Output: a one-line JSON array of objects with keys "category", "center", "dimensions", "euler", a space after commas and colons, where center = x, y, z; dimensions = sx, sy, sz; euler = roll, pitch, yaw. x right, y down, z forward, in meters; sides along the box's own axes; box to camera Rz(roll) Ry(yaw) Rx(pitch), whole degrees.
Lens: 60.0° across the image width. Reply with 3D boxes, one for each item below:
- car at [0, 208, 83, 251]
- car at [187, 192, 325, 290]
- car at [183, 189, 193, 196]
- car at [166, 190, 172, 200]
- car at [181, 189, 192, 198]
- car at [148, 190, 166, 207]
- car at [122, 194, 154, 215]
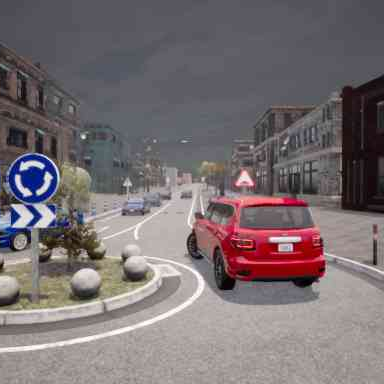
[{"category": "car", "center": [-6.548, 1.345, 13.749], "dimensions": [1.882, 1.535, 5.008], "euler": [0, 1, 17]}, {"category": "car", "center": [1.397, 1.141, 9.103], "dimensions": [2.150, 2.045, 5.566], "euler": [0, 1, -9]}, {"category": "car", "center": [-0.824, 0.138, 70.434], "dimensions": [1.812, 1.442, 4.674], "euler": [0, 1, 1]}, {"category": "car", "center": [-4.238, 0.449, 51.825], "dimensions": [1.882, 1.535, 5.008], "euler": [0, 1, 1]}, {"category": "car", "center": [-0.964, 0.383, 58.038], "dimensions": [2.033, 1.411, 5.357], "euler": [0, 1, 2]}, {"category": "car", "center": [-4.517, 0.887, 38.683], "dimensions": [1.837, 1.490, 4.892], "euler": [0, 2, 1]}, {"category": "car", "center": [-4.732, 1.163, 28.724], "dimensions": [1.812, 1.442, 4.674], "euler": [0, 1, 1]}]
